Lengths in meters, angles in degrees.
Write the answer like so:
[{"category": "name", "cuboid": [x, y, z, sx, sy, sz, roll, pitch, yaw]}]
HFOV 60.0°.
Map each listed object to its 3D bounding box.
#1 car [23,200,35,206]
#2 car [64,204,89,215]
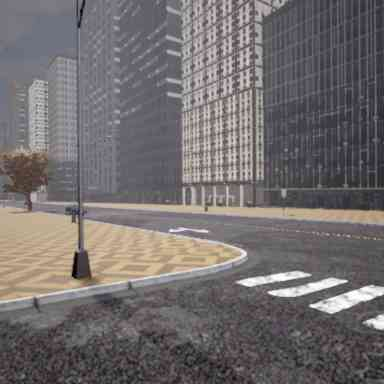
[{"category": "car", "cuboid": [-36.196, 2.636, 73.735, 1.837, 1.490, 4.892, -1, -1, -35]}, {"category": "car", "cuboid": [-15.112, 2.272, 43.263, 2.033, 1.411, 5.357, -1, -1, -35]}]
